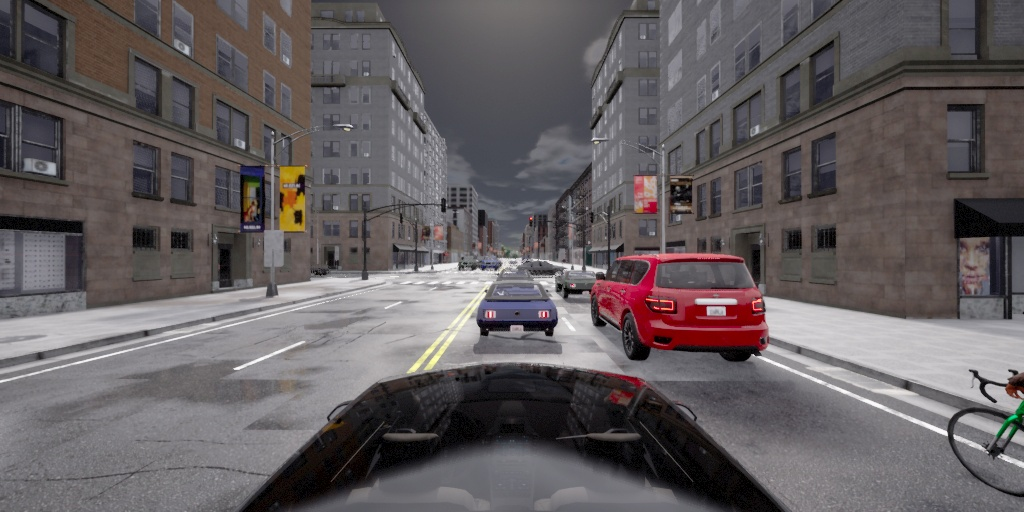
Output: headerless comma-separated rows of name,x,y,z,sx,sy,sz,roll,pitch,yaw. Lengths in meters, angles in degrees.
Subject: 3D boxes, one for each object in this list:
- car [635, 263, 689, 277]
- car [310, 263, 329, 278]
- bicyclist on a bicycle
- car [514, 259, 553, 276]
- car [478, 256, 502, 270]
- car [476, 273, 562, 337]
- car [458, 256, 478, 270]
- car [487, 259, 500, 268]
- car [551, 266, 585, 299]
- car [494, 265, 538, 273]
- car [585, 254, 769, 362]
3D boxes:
car,15.177,1.409,36.461,4.718,1.301,1.895,0,0,0
car,-19.890,1.211,33.770,5.008,1.535,1.882,0,0,1
bicyclist on a bicycle,4.148,1.203,2.599,0.582,1.620,1.656,0,0,0
car,2.853,1.263,33.627,4.892,1.490,1.837,0,0,0
car,-3.145,0.987,51.734,2.150,2.045,5.566,0,0,2
car,0.127,1.352,10.329,1.895,1.301,4.718,0,0,0
car,-6.420,0.987,52.032,2.150,2.045,5.566,0,0,0
car,-3.121,1.294,61.251,1.812,1.442,4.674,0,0,1
car,3.303,1.354,18.173,1.895,1.301,4.718,0,0,0
car,0.157,1.354,19.434,1.895,1.301,4.718,0,0,0
car,3.345,0.972,8.405,2.150,2.045,5.566,0,0,2
